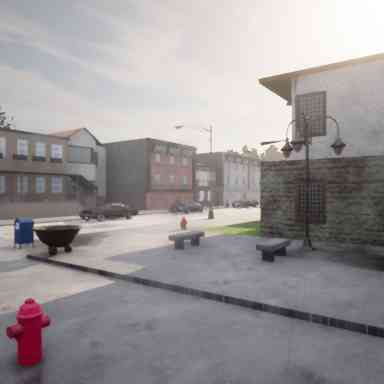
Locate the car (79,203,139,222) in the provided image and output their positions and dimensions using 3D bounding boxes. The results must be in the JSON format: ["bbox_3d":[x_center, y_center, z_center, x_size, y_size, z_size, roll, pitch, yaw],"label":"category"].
[{"bbox_3d":[-6.554,1.597,26.478,1.895,1.301,4.718,0,0,35],"label":"car"}]

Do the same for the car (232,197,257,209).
[{"bbox_3d":[7.241,1.489,45.772,2.128,1.511,4.902,0,0,36],"label":"car"}]

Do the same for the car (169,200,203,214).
[{"bbox_3d":[-0.577,1.560,34.874,1.994,1.385,4.181,0,0,35],"label":"car"}]
